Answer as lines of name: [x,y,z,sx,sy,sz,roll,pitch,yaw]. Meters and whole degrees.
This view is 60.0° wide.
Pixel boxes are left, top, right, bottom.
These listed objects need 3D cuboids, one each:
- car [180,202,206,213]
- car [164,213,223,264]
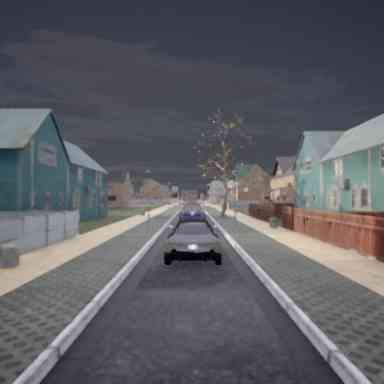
car: [0.047,1.700,27.260,2.097,1.767,4.553,0,-1,0]
car: [0.048,1.720,12.472,1.994,1.385,4.181,0,-1,0]
